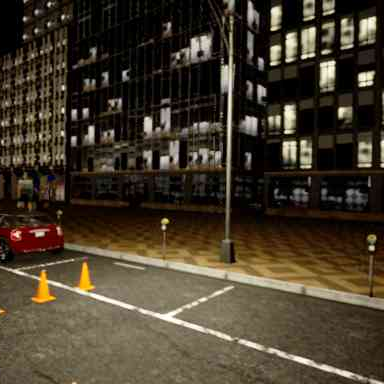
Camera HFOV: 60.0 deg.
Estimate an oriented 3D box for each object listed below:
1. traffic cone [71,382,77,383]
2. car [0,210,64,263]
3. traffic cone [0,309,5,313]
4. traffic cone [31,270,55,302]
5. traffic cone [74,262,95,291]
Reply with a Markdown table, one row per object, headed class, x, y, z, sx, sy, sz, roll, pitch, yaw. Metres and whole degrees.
| class | x | y | z | sx | sy | sz | roll | pitch | yaw |
| --- | --- | --- | --- | --- | --- | --- | --- | --- | --- |
| traffic cone | -1.022 | 1.942 | 2.871 | 0.340 | 0.580 | 0.340 | 1 | 0 | 36 |
| car | -6.395 | 1.344 | 11.733 | 4.097 | 1.590 | 1.967 | 1 | 0 | 36 |
| traffic cone | -3.654 | 1.902 | 6.045 | 0.340 | 0.580 | 0.340 | 1 | 0 | 36 |
| traffic cone | -3.063 | 1.909 | 6.851 | 0.340 | 0.580 | 0.340 | 1 | 0 | 36 |
| traffic cone | -2.471 | 1.917 | 7.657 | 0.340 | 0.580 | 0.340 | 1 | 0 | 36 |
